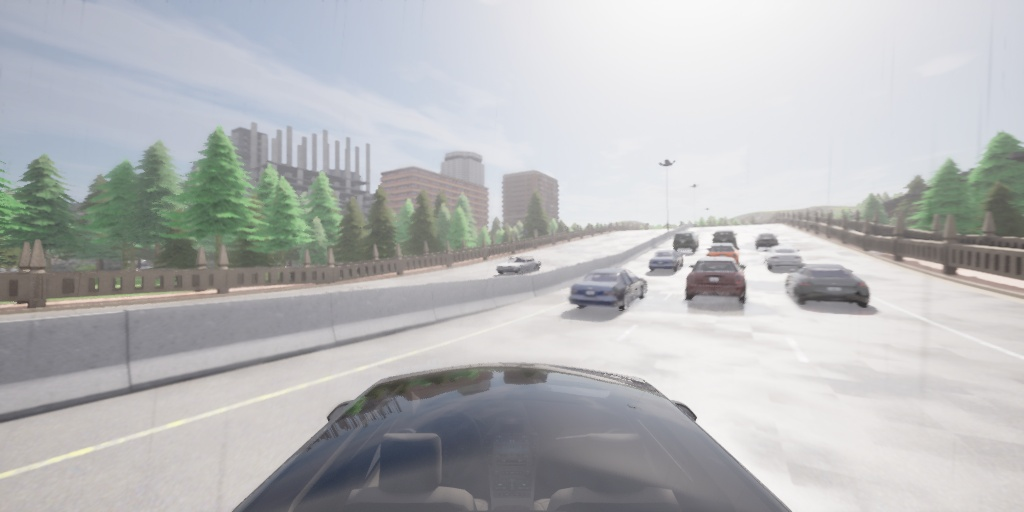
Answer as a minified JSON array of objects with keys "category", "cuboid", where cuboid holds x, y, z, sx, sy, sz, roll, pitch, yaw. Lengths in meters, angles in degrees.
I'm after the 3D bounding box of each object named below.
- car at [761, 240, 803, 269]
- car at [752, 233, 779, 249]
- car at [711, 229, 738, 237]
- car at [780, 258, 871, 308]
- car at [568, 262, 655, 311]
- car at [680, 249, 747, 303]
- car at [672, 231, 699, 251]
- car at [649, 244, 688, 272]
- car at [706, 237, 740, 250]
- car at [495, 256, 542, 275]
[{"category":"car","cuboid":[18.119,0.009,24.021,1.812,1.442,4.674,-1,6,32]},{"category":"car","cuboid":[25.062,-1.568,35.425,1.837,1.490,4.892,-1,7,32]},{"category":"car","cuboid":[21.533,-1.691,36.385,2.150,2.045,5.566,-1,7,32]},{"category":"car","cuboid":[11.872,0.979,13.745,1.994,1.385,4.181,-1,2,32]},{"category":"car","cuboid":[3.983,1.199,14.300,2.033,1.411,5.357,-1,2,32]},{"category":"car","cuboid":[8.797,0.813,15.431,2.097,1.767,4.553,-1,2,32]},{"category":"car","cuboid":[18.487,-1.638,38.115,2.150,2.045,5.566,-1,7,32]},{"category":"car","cuboid":[11.374,0.256,26.429,2.033,1.411,5.357,-1,5,32]},{"category":"car","cuboid":[15.393,-0.177,26.270,2.097,1.767,4.553,-1,6,32]},{"category":"car","cuboid":[0.623,0.720,29.195,1.895,1.301,4.718,-1,4,32]}]
